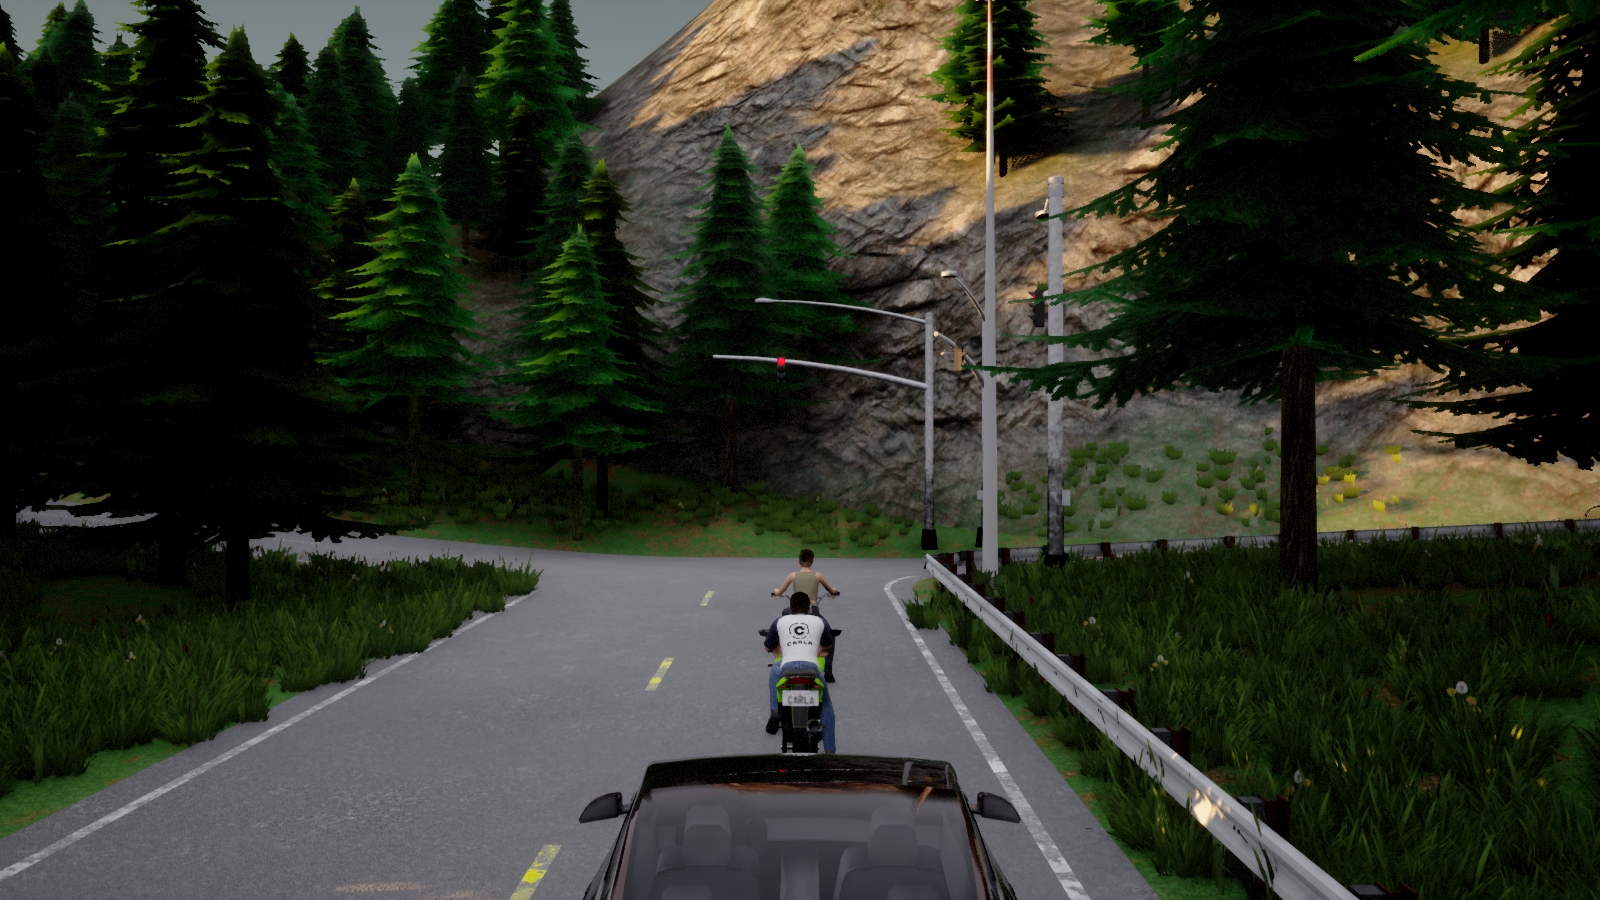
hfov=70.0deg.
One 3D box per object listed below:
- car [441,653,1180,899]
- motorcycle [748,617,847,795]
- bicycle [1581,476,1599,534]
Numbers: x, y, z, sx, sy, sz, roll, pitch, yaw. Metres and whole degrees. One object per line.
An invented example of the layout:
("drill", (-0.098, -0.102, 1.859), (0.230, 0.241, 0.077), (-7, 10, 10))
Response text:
("car", (0.029, 2.063, 5.012), (2.163, 1.488, 4.792), (0, 0, 0))
("motorcycle", (-0.020, 2.213, 10.238), (0.803, 1.145, 2.033), (0, 0, 0))
("bicycle", (21.433, 1.381, 29.619), (1.835, 1.471, 0.329), (-5, -2, 26))
